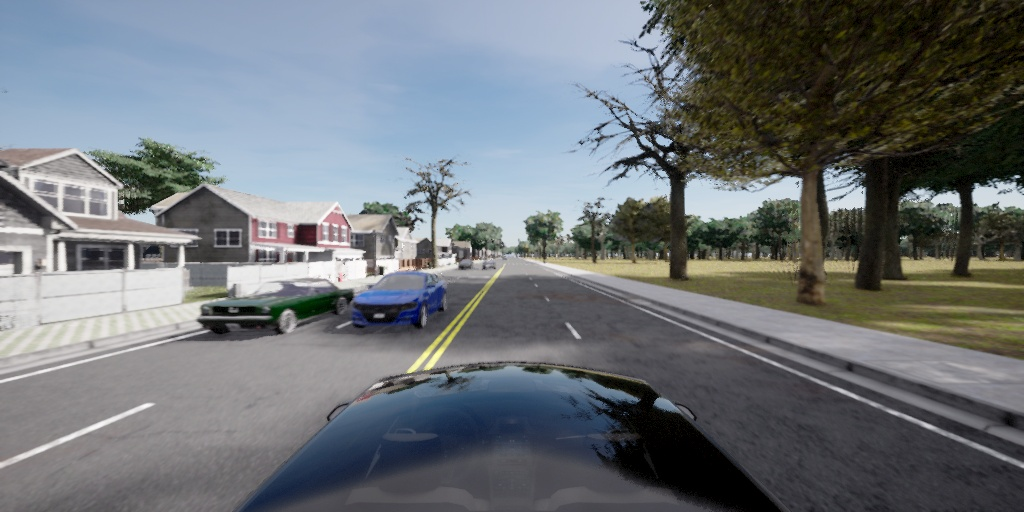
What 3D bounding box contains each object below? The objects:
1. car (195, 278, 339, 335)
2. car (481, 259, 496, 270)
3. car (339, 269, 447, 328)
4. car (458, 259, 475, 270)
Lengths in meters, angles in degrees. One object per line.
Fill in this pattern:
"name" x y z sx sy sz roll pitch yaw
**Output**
"car" -6.598 1.352 10.696 1.895 1.301 4.718 0 0 0
"car" -3.306 1.237 51.893 2.128 1.511 4.902 0 0 0
"car" -3.347 1.229 11.536 1.882 1.535 5.008 0 0 0
"car" -6.552 1.223 51.854 1.882 1.535 5.008 0 0 0
